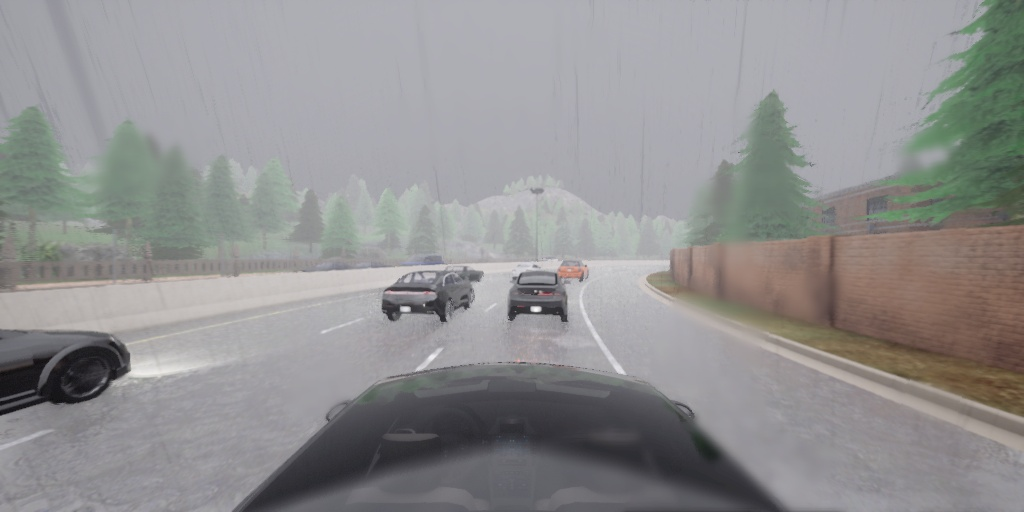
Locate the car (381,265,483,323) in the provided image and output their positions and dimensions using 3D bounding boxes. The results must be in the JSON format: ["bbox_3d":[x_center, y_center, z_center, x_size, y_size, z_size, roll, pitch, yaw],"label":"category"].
[{"bbox_3d":[-2.599,1.228,12.088,2.128,1.511,4.902,0,0,7],"label":"car"}]

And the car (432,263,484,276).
[{"bbox_3d":[-3.583,1.332,25.448,1.895,1.301,4.718,0,0,15],"label":"car"}]

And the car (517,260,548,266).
[{"bbox_3d":[1.333,1.279,29.621,1.812,1.442,4.674,0,0,18],"label":"car"}]

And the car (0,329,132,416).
[{"bbox_3d":[-6.737,1.283,3.610,1.994,1.385,4.181,0,0,1],"label":"car"}]

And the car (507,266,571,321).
[{"bbox_3d":[0.971,1.258,12.561,1.837,1.490,4.892,0,0,7],"label":"car"}]

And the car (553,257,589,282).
[{"bbox_3d":[5.139,1.122,29.927,2.097,1.767,4.553,0,0,18],"label":"car"}]

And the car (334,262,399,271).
[{"bbox_3d":[-12.813,1.235,32.022,2.033,1.411,5.357,0,0,17],"label":"car"}]

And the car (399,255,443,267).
[{"bbox_3d":[-8.525,0.929,33.861,2.150,2.045,5.566,0,0,19],"label":"car"}]

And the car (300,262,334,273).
[{"bbox_3d":[-16.365,1.218,32.332,2.033,1.411,5.357,0,0,17],"label":"car"}]
